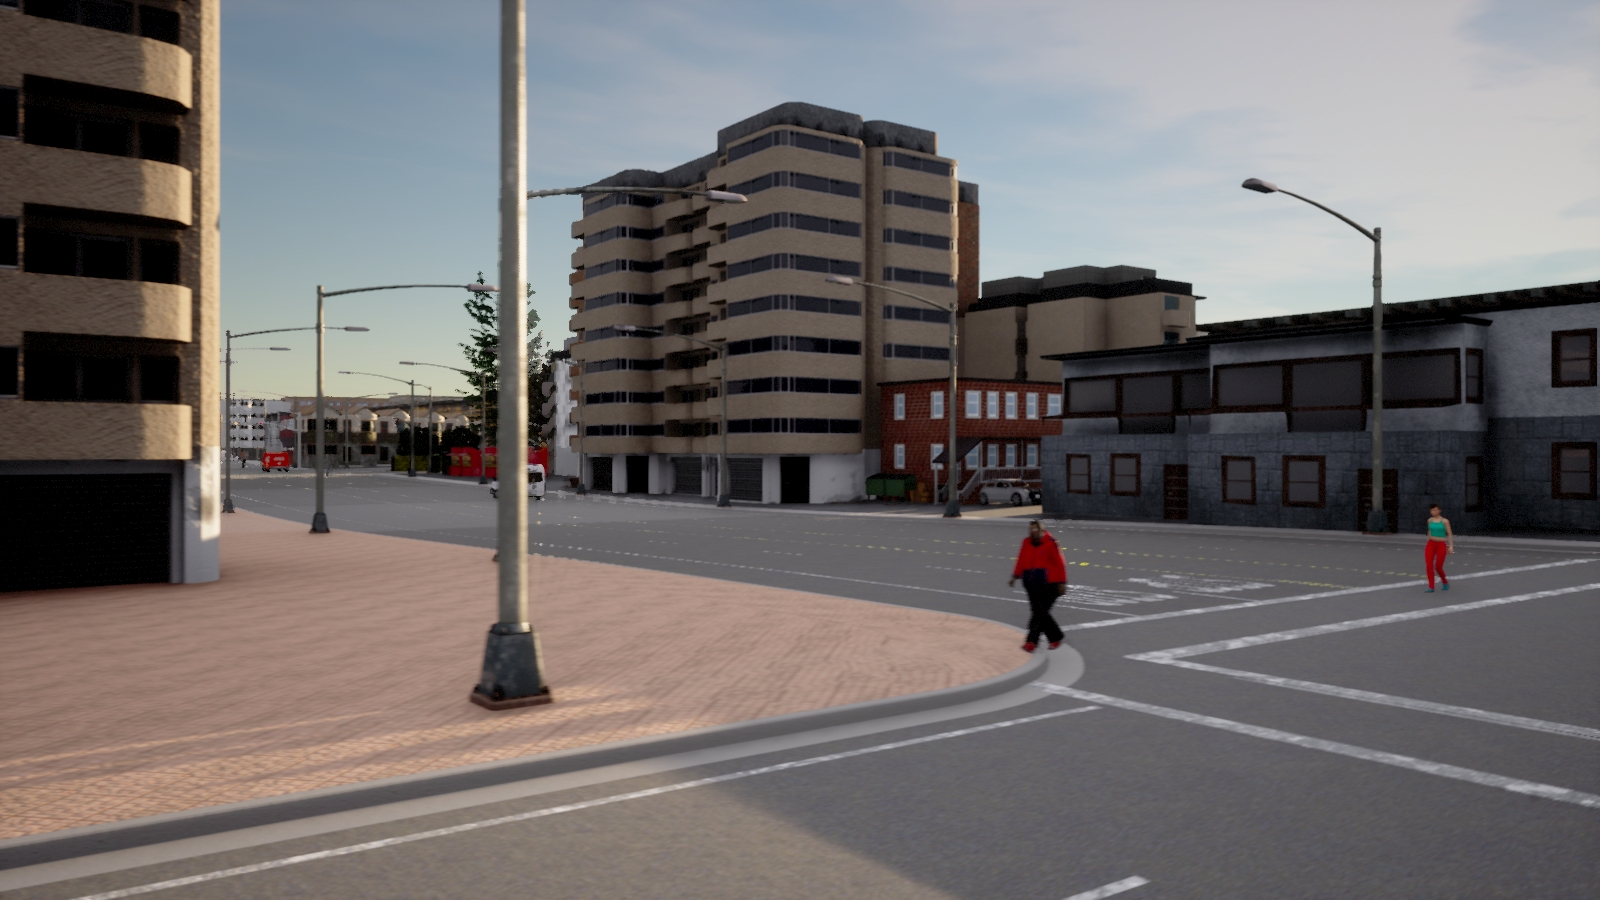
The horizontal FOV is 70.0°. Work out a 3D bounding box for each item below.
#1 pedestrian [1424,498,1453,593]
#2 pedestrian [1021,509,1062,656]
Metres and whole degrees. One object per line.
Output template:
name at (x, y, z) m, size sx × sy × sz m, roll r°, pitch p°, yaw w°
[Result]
pedestrian at (12.851, 1.911, 22.996) m, size 0.375 × 1.860 × 0.375 m, roll 0°, pitch 0°, yaw -35°
pedestrian at (3.153, 1.714, 14.906) m, size 0.375 × 1.860 × 0.375 m, roll 0°, pitch 0°, yaw -42°
